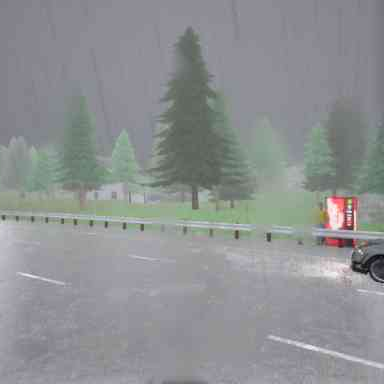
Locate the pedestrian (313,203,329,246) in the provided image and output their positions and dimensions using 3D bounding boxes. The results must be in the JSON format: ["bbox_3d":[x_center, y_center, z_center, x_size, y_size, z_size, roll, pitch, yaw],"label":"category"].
[{"bbox_3d":[5.396,1.294,13.903,0.375,1.860,0.375,0,0,35],"label":"pedestrian"}]

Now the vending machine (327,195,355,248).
[{"bbox_3d":[6.321,1.195,14.092,0.880,2.100,1.100,0,0,35],"label":"vending machine"}]

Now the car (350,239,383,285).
[{"bbox_3d":[6.203,1.563,8.112,4.181,1.385,1.994,0,0,36],"label":"car"}]
